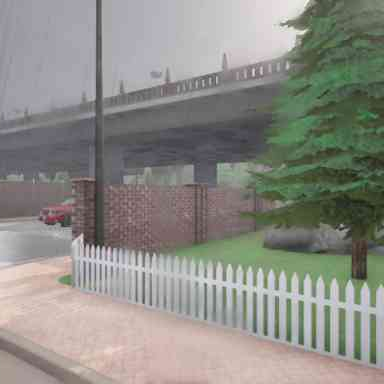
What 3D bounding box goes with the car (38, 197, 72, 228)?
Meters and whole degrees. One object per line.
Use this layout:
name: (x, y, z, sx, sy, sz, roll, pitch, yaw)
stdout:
car: (-7.745, 1.273, 23.276, 2.150, 2.045, 5.566, 0, 0, 35)
